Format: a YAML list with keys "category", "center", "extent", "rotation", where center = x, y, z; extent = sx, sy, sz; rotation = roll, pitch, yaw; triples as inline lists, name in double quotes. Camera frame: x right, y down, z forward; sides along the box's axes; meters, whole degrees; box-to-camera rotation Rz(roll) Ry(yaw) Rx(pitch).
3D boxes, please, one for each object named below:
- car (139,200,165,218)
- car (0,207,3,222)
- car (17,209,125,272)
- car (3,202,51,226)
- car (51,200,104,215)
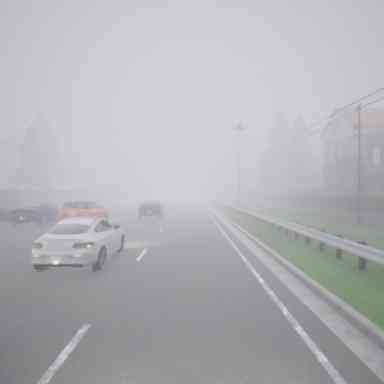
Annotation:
- category: "car"
  center: [-3.451, 1.416, 29.120]
  extent: [1.882, 1.535, 5.008]
  rotation: [0, 0, 0]
- category: "car"
  center: [-13.939, 1.527, 22.664]
  extent: [1.994, 1.385, 4.181]
  rotation: [0, 0, 0]
- category: "car"
  center: [-3.416, 1.505, 10.650]
  extent: [1.812, 1.442, 4.674]
  rotation: [0, 0, 0]
- category: "car"
  center: [-10.442, 1.437, 22.832]
  extent: [1.882, 1.535, 5.008]
  rotation: [0, 0, 0]
- category: "car"
  center: [-6.937, 1.311, 21.469]
  extent: [2.097, 1.767, 4.553]
  rotation: [0, 0, 0]
